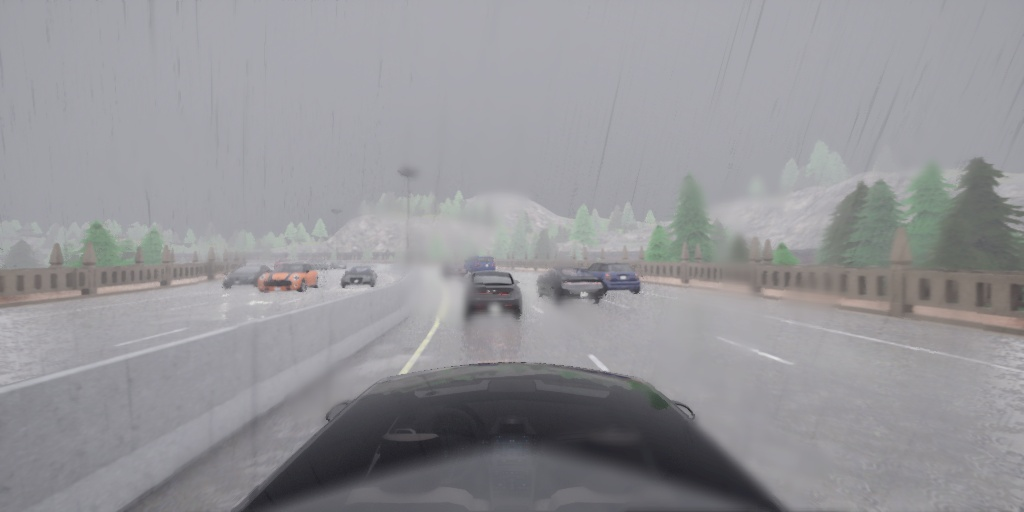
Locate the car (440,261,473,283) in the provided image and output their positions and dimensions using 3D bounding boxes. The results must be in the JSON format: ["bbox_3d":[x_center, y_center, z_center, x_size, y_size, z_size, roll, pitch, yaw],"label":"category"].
[{"bbox_3d":[-5.458,1.394,33.253,2.033,1.411,5.357,0,0,-19],"label":"car"}]

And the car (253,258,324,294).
[{"bbox_3d":[-13.187,1.210,21.492,2.097,1.767,4.553,0,0,-15],"label":"car"}]

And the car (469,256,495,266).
[{"bbox_3d":[-3.424,1.067,37.743,2.150,2.045,5.566,0,0,-21],"label":"car"}]

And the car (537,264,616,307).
[{"bbox_3d":[2.377,1.250,15.617,2.128,1.511,4.902,0,0,-8],"label":"car"}]

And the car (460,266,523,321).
[{"bbox_3d":[-0.762,1.274,12.637,1.837,1.490,4.892,0,0,-7],"label":"car"}]

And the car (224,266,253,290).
[{"bbox_3d":[-17.540,1.420,24.332,1.812,1.442,4.674,0,0,-17],"label":"car"}]

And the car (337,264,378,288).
[{"bbox_3d":[-10.444,1.416,24.799,1.994,1.385,4.181,0,0,-15],"label":"car"}]

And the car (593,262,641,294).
[{"bbox_3d":[5.169,1.104,19.925,2.097,1.767,4.553,0,0,-10],"label":"car"}]
